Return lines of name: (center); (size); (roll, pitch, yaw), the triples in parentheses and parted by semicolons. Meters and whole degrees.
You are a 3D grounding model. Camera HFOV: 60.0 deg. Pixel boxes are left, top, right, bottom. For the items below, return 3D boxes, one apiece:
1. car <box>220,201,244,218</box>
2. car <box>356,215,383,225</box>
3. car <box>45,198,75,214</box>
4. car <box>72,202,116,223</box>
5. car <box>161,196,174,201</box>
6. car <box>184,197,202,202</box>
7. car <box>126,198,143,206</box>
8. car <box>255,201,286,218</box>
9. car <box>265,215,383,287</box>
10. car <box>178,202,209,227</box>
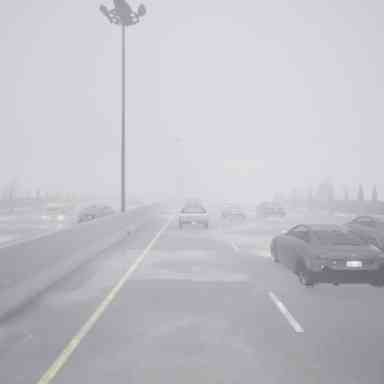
car: (3.581, 1.527, 30.249); (1.812, 1.442, 4.674); (0, 0, 0)
car: (7.097, 1.565, 12.746); (1.994, 1.385, 4.181); (0, 0, 0)
car: (-14.078, 1.478, 35.901); (1.882, 1.535, 5.008); (0, 0, 0)
car: (-7.100, 1.565, 25.054); (1.994, 1.385, 4.181); (0, 0, 0)
car: (-4.522, 1.525, 65.770); (2.033, 1.411, 5.357); (0, 0, 11)
car: (0.111, 1.354, 40.726); (2.097, 1.767, 4.553); (0, 0, 0)
car: (-9.688, 1.602, 56.100); (1.895, 1.301, 4.718); (0, 0, 7)
car: (7.094, 1.549, 30.462); (2.033, 1.411, 5.357); (0, 0, 0)
car: (3.598, 1.565, 9.386); (1.994, 1.385, 4.181); (0, 0, 0)
car: (0.094, 1.602, 22.508); (1.895, 1.301, 4.718); (0, 0, 0)
